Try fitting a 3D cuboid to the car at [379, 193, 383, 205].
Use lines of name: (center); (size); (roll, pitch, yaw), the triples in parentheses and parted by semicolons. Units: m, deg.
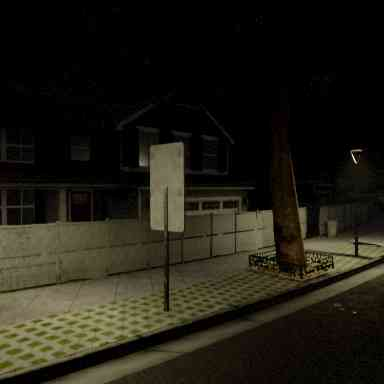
car: (32.638, 1.209, 54.752); (2.150, 2.045, 5.566); (0, 0, 13)
